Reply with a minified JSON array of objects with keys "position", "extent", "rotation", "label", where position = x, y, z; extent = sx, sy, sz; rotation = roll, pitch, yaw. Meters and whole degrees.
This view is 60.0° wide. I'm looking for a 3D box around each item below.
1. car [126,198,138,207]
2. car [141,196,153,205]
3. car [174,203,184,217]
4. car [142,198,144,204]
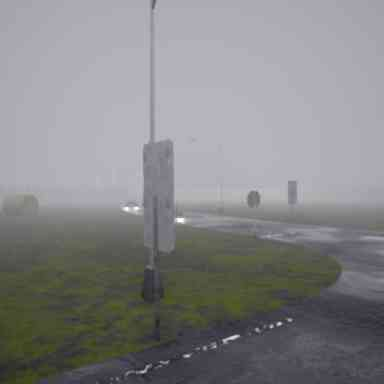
[{"position":[-9.637,1.648,53.012],"extent":[1.895,1.301,4.718],"rotation":[-1,0,-11],"label":"car"},{"position":[-8.442,1.573,62.915],"extent":[2.033,1.411,5.357],"rotation":[-1,0,-6],"label":"car"},{"position":[-2.343,1.593,31.097],"extent":[1.994,1.385,4.181],"rotation":[-1,0,-25],"label":"car"},{"position":[-6.584,1.521,52.665],"extent":[1.837,1.490,4.892],"rotation":[-1,0,-12],"label":"car"}]
